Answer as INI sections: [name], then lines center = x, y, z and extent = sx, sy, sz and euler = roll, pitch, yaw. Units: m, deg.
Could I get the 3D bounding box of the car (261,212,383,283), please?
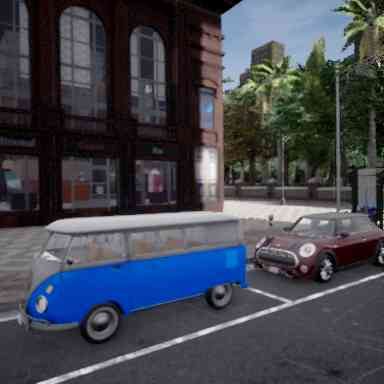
[car]
center = 3.607, 1.333, 9.229
extent = 4.097, 1.590, 1.967
euler = -1, 0, -36

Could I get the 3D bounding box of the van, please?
[van]
center = -0.811, 1.305, 6.077
extent = 3.998, 1.788, 1.690
euler = -1, 0, -36
